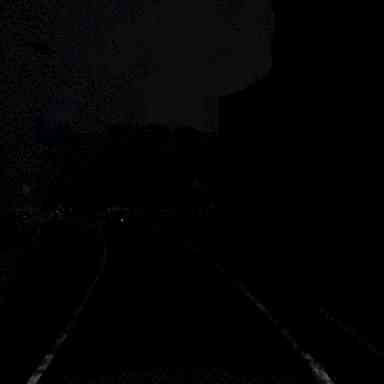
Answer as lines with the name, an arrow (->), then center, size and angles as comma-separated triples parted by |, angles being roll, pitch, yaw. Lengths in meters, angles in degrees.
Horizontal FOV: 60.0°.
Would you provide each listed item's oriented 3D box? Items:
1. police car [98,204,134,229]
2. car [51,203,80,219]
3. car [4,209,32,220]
police car -> -5.649, 1.716, 24.320 | 1.930, 1.638, 5.238 | -2, -1, -24
car -> -14.857, 2.104, 38.752 | 2.097, 1.767, 4.553 | -3, 0, -40
car -> -21.407, 2.727, 40.932 | 4.718, 1.301, 1.895 | -3, 0, 45
